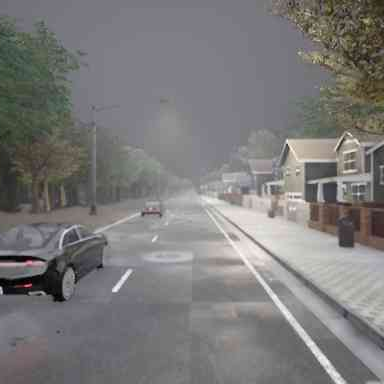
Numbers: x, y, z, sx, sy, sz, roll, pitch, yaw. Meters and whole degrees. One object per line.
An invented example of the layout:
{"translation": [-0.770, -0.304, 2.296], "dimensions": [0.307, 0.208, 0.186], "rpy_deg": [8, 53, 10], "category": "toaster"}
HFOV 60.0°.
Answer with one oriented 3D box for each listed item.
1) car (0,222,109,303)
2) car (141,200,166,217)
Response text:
{"translation": [-3.401, 1.480, 8.151], "dimensions": [2.128, 1.511, 4.902], "rpy_deg": [0, 0, 0], "category": "car"}
{"translation": [-3.409, 1.466, 29.986], "dimensions": [2.033, 1.411, 5.357], "rpy_deg": [0, 0, 0], "category": "car"}
